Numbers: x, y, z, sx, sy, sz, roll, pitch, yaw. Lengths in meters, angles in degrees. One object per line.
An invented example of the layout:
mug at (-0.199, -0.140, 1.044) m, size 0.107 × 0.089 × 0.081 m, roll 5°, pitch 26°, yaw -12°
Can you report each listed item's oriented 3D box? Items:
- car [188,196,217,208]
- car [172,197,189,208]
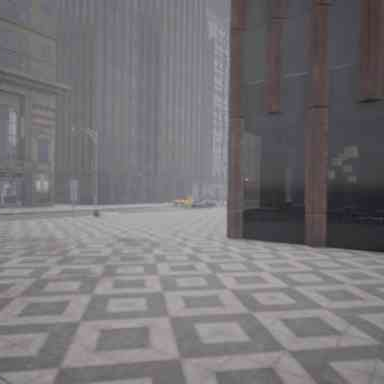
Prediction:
car at (1.863, 1.563, 46.931) m, size 1.994 × 1.385 × 4.181 m, roll 1°, pitch 1°, yaw 36°
car at (-0.871, 1.417, 48.375) m, size 1.882 × 1.535 × 5.008 m, roll 1°, pitch 0°, yaw 36°
